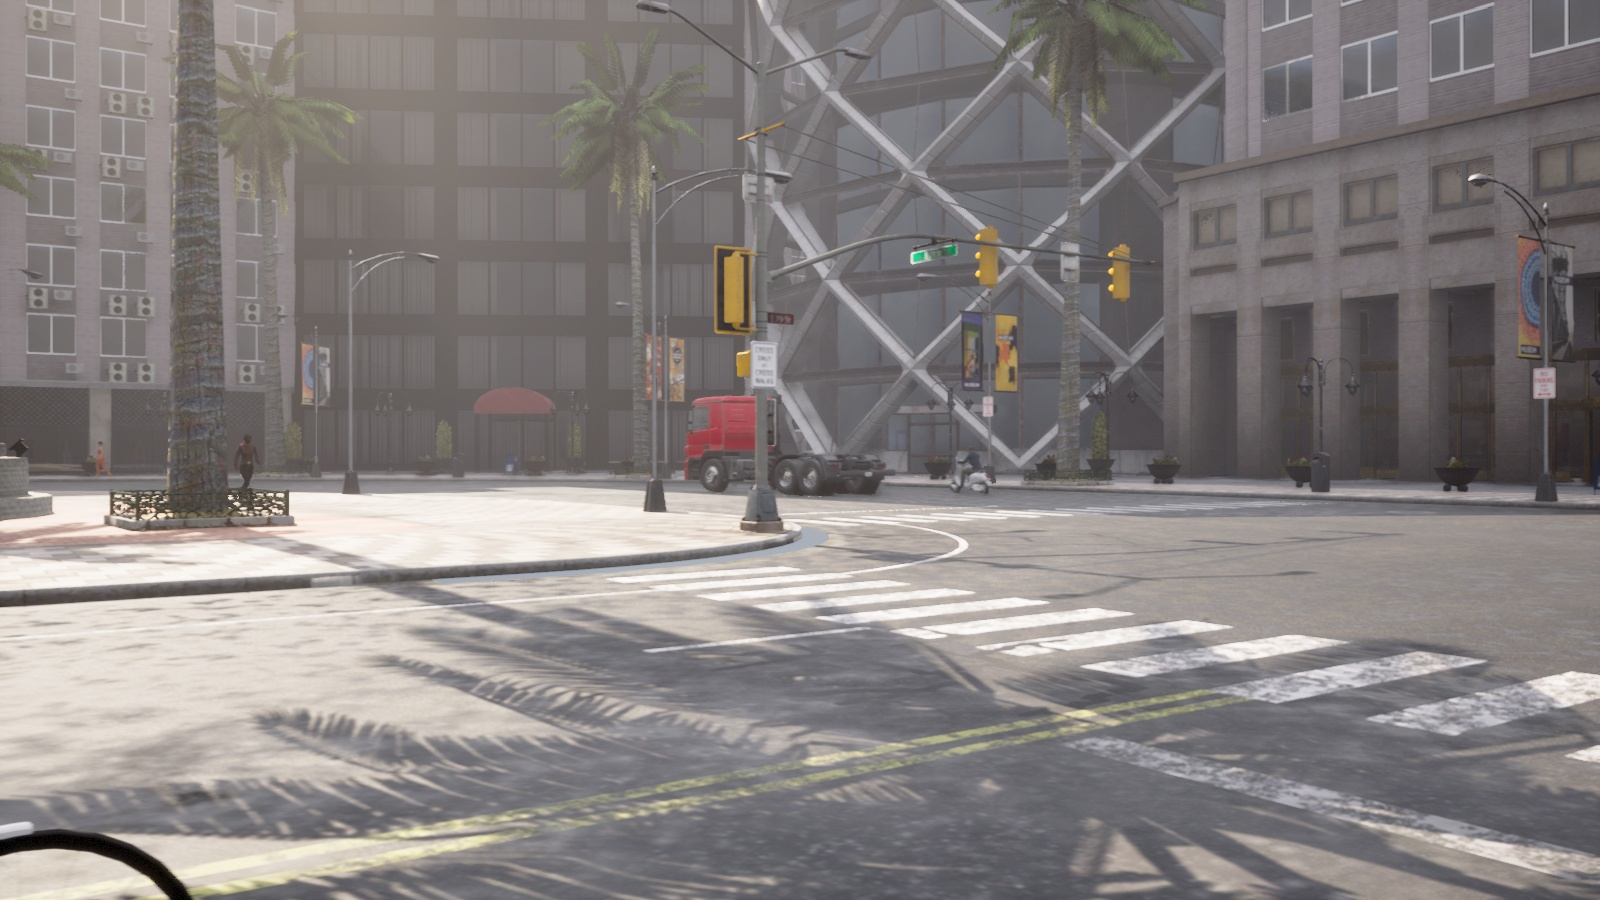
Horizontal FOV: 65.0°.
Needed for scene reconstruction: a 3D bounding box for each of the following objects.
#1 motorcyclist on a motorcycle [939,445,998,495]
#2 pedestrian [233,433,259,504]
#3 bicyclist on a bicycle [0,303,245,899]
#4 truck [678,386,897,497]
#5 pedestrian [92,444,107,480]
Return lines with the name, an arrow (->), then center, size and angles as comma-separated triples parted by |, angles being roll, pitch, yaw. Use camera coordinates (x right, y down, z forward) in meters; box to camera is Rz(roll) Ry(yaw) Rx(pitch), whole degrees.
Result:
motorcyclist on a motorcycle -> 5.538, 0.645, 41.343 | 0.866, 1.590, 1.817 | -1, 0, -38
pedestrian -> -14.414, 0.477, 32.661 | 0.328, 1.805, 0.869 | 0, 0, -43
bicyclist on a bicycle -> -2.053, 0.628, 2.245 | 1.843, 1.776, 0.659 | -1, 0, -35
truck -> -0.587, -0.252, 42.961 | 2.891, 3.462, 7.936 | 0, 0, -43
pedestrian -> -35.997, 0.597, 64.565 | 0.594, 1.836, 0.345 | 0, 0, -10
